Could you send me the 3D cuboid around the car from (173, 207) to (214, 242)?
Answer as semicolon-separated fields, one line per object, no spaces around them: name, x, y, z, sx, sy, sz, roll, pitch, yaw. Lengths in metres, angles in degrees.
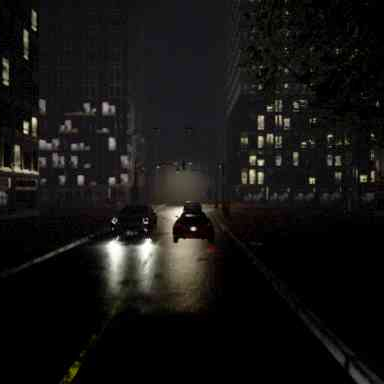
car;0.069;1.653;16.934;1.994;1.385;4.181;0;-1;0

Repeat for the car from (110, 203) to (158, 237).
car;-3.125;1.453;18.683;2.097;1.767;4.553;0;0;0

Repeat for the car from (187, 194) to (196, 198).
car;-0.133;1.565;84.671;2.150;2.045;5.566;0;0;0

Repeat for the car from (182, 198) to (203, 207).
car;0.048;1.674;32.867;2.128;1.511;4.902;0;0;0
